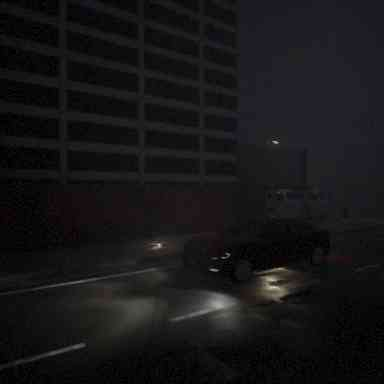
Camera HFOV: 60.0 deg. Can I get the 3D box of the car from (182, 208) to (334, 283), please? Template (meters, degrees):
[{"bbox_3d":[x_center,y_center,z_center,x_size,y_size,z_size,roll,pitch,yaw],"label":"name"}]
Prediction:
[{"bbox_3d":[2.023,1.444,9.748,5.008,1.535,1.882,0,0,-36],"label":"car"}]
